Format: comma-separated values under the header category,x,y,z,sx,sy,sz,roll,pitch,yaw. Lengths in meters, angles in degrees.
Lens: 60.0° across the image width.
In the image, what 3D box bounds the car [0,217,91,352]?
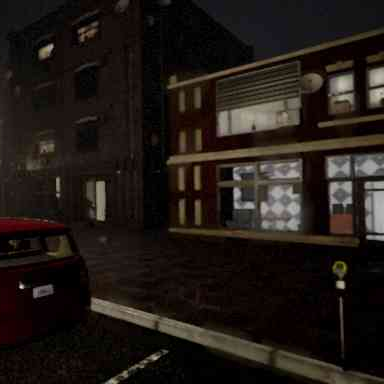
category,x,y,z,sx,sy,sz,roll,pitch,yaw
car,-3.831,1.358,5.624,5.009,1.841,2.192,0,-1,35
